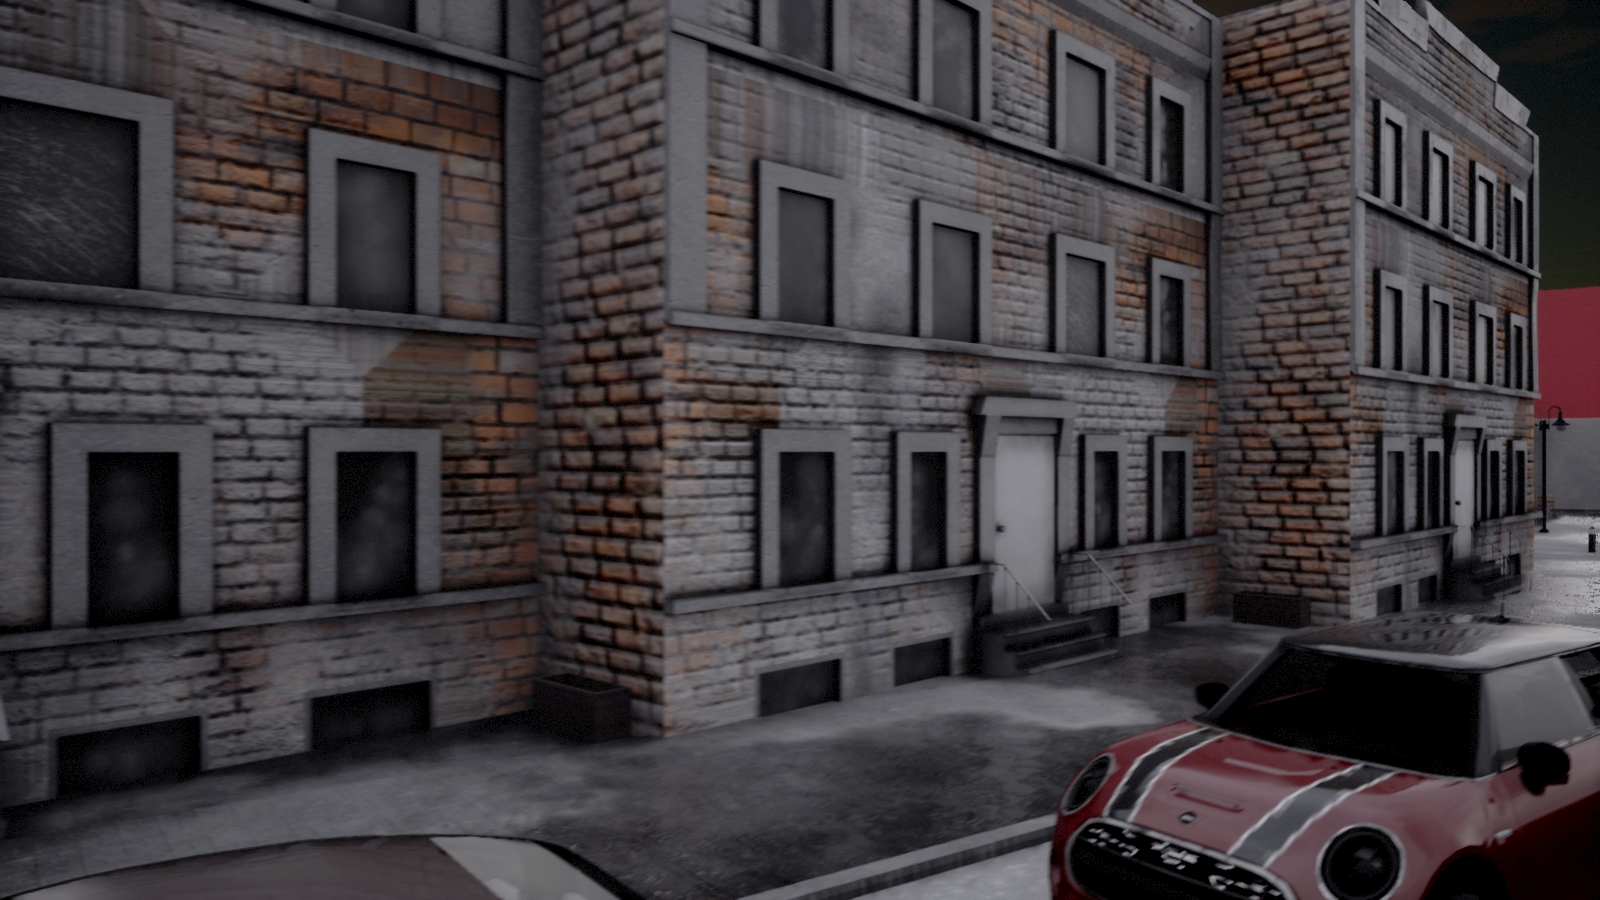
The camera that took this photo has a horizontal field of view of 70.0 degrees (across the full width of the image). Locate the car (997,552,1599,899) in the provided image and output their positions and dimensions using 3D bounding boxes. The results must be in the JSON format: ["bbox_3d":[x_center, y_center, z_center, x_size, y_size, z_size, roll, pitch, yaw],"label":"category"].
[{"bbox_3d":[3.581,1.688,6.961,4.553,1.767,2.097,0,0,-36],"label":"car"}]

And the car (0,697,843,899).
[{"bbox_3d":[-1.904,1.808,2.994,3.705,1.549,1.789,0,0,-36],"label":"car"}]
